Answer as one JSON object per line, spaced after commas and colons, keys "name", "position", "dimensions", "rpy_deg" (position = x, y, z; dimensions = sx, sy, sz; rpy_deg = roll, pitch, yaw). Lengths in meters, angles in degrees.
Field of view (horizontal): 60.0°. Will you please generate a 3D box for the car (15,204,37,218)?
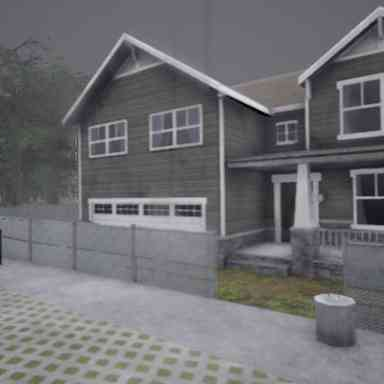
{"name": "car", "position": [-15.435, 1.855, 30.493], "dimensions": [4.902, 1.511, 2.128], "rpy_deg": [0, -1, -32]}
